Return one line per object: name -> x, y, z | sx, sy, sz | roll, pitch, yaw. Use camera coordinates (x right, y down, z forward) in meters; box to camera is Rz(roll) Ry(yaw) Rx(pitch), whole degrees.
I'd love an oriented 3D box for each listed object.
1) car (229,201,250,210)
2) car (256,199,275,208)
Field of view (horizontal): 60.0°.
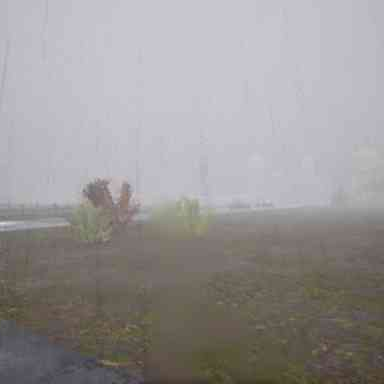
car -> 7.673, 2.121, 53.236 | 2.128, 1.511, 4.902 | -2, -2, 36
car -> 13.664, 2.097, 61.650 | 2.097, 1.767, 4.553 | -2, -2, 36
